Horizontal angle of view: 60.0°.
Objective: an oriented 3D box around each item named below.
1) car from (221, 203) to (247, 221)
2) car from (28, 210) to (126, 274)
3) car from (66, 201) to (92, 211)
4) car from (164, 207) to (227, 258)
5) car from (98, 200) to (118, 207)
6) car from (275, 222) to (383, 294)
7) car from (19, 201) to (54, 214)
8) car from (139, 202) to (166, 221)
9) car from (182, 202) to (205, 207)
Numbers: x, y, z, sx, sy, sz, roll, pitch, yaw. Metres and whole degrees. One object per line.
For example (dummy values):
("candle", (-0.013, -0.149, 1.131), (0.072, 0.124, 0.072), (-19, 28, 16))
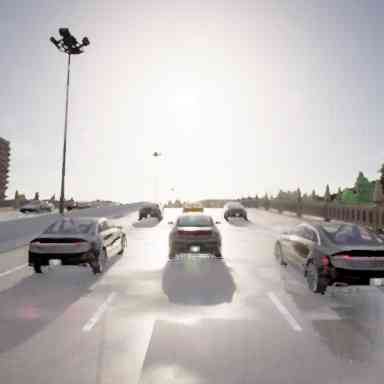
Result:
("car", (3.605, 1.655, 28.776), (1.812, 1.442, 4.674), (0, 0, 0))
("car", (-3.399, 1.541, 10.687), (2.128, 1.511, 4.902), (0, 0, 0))
("car", (-14.083, 1.788, 41.671), (1.895, 1.301, 4.718), (0, 0, 0))
("car", (0.102, 1.564, 12.979), (1.837, 1.490, 4.892), (0, 0, 0))
("car", (-10.581, 1.754, 42.502), (1.994, 1.385, 4.181), (0, 0, 0))
("car", (3.600, 1.532, 8.871), (2.128, 1.511, 4.902), (0, 0, 0))
("car", (-17.591, 1.719, 37.990), (2.033, 1.411, 5.357), (0, 0, 0))
("car", (-3.395, 1.634, 28.619), (1.837, 1.490, 4.892), (0, 0, 0))
("car", (0.105, 1.612, 29.773), (1.882, 1.535, 5.008), (0, 0, 0))
